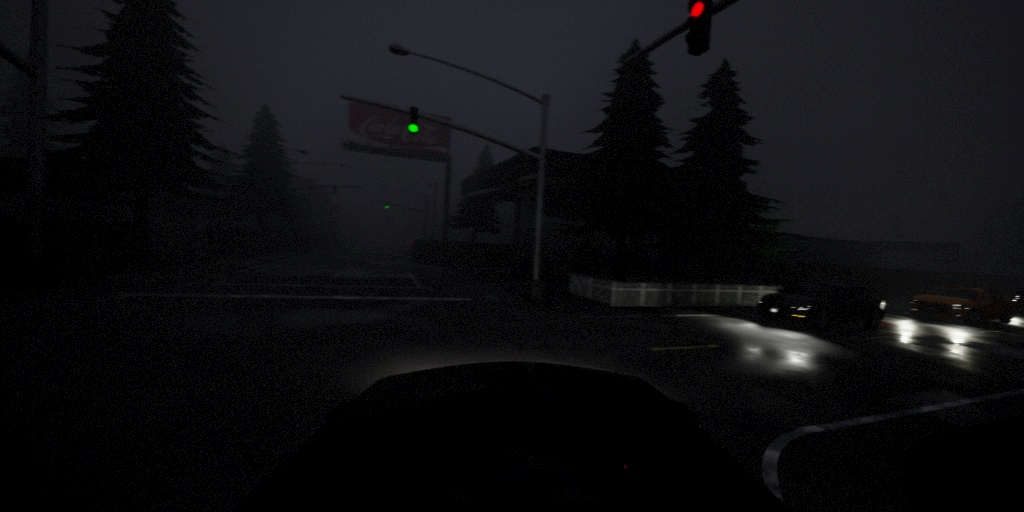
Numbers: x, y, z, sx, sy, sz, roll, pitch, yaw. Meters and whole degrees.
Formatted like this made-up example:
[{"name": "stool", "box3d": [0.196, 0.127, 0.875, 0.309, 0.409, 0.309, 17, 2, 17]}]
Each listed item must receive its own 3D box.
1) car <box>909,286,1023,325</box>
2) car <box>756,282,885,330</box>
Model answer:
[{"name": "car", "box3d": [20.494, 2.137, 16.322, 5.008, 1.535, 1.882, 3, 2, -20]}, {"name": "car", "box3d": [11.158, 1.703, 12.944, 4.892, 1.490, 1.837, 3, 2, -20]}]
